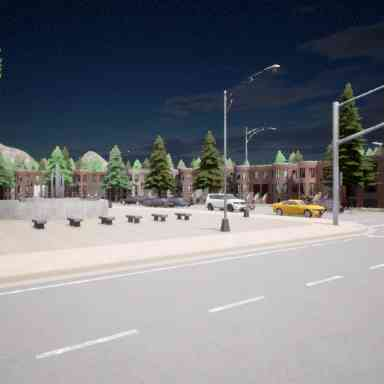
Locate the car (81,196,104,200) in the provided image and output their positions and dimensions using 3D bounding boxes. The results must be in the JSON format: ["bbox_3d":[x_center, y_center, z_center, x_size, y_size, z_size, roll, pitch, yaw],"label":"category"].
[{"bbox_3d":[-19.439,1.491,63.892,4.902,1.511,2.128,0,0,7],"label":"car"}]

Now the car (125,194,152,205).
[{"bbox_3d":[-9.826,1.352,61.188,4.553,1.767,2.097,0,0,21],"label":"car"}]

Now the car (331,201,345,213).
[{"bbox_3d":[14.524,1.564,36.652,1.994,1.385,4.181,0,0,-36],"label":"car"}]

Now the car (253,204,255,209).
[{"bbox_3d":[5.761,1.526,41.778,1.812,1.442,4.674,0,0,-41],"label":"car"}]

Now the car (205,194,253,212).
[{"bbox_3d":[3.901,1.221,38.685,2.150,2.045,5.566,0,0,-39],"label":"car"}]

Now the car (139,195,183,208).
[{"bbox_3d":[-4.357,1.548,46.485,5.357,1.411,2.033,0,0,34],"label":"car"}]

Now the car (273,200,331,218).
[{"bbox_3d":[9.824,1.478,30.816,1.882,1.535,5.008,0,0,-37],"label":"car"}]

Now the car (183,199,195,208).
[{"bbox_3d":[-2.176,1.548,49.224,5.357,1.411,2.033,0,0,35],"label":"car"}]

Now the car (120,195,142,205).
[{"bbox_3d":[-10.147,1.505,57.595,4.892,1.490,1.837,0,0,22],"label":"car"}]

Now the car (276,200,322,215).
[{"bbox_3d":[11.143,1.564,34.889,1.994,1.385,4.181,0,0,-37],"label":"car"}]

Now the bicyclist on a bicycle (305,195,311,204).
[{"bbox_3d":[16.257,1.303,46.652,1.656,1.620,0.582,0,0,-37],"label":"bicyclist on a bicycle"}]
